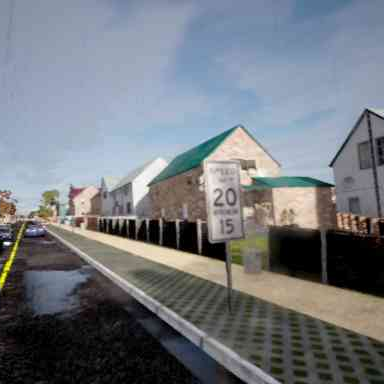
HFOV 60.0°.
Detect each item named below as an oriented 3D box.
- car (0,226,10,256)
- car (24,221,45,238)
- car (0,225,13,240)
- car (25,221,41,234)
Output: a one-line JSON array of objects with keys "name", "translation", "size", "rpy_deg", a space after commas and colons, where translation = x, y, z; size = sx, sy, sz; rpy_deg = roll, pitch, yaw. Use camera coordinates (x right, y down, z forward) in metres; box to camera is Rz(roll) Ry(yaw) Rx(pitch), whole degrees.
[{"name": "car", "translation": [-12.361, 3.037, 19.931], "size": [2.033, 1.411, 5.357], "rpy_deg": [-1, -3, -26]}, {"name": "car", "translation": [-16.345, 3.929, 34.518], "size": [2.033, 1.411, 5.357], "rpy_deg": [-1, -3, -26]}, {"name": "car", "translation": [-18.208, 3.881, 31.838], "size": [2.033, 1.411, 5.357], "rpy_deg": [-1, -3, -26]}, {"name": "car", "translation": [-20.659, 4.522, 43.126], "size": [1.812, 1.442, 4.674], "rpy_deg": [-1, -3, -26]}]
